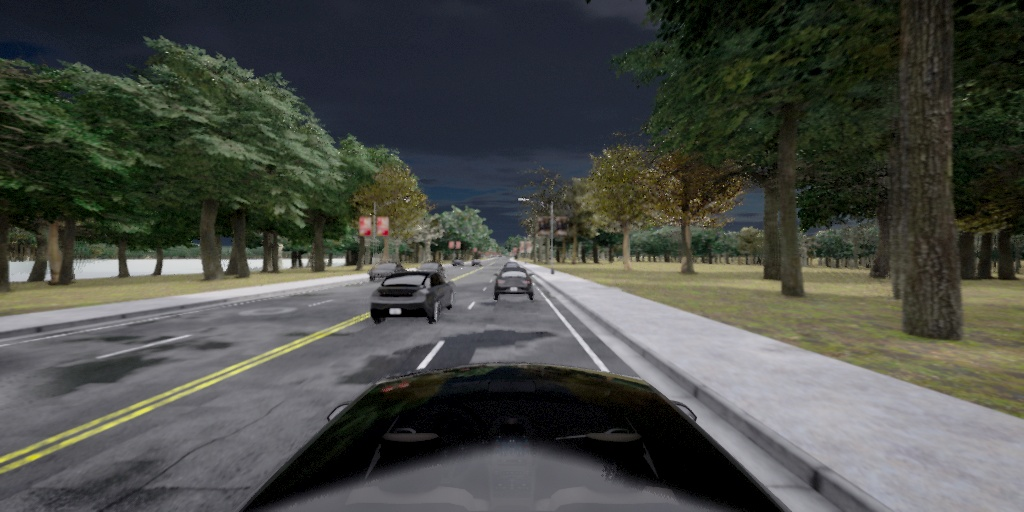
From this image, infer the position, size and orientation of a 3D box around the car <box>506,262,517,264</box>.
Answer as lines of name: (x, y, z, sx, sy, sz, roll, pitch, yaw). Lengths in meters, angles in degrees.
car: (-0.017, 1.361, 38.381, 1.994, 1.385, 4.181, 0, 0, 0)

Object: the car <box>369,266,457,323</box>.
car: (-3.158, 1.259, 12.111, 1.837, 1.490, 4.892, 0, 0, 0)

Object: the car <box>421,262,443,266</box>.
car: (-6.663, 1.284, 29.554, 1.837, 1.490, 4.892, 0, -1, 0)

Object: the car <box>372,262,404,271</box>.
car: (-9.908, 1.283, 28.958, 1.837, 1.490, 4.892, 0, 0, 0)

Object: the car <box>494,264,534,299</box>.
car: (0.079, 1.284, 17.883, 1.812, 1.442, 4.674, 0, 0, 0)
